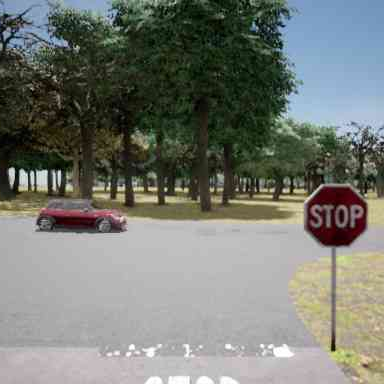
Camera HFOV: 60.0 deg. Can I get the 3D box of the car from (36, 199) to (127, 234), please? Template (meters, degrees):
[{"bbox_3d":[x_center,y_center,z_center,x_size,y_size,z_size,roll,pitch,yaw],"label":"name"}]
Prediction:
[{"bbox_3d":[-5.893,1.216,18.119,4.553,1.767,2.097,2,1,0],"label":"car"}]
